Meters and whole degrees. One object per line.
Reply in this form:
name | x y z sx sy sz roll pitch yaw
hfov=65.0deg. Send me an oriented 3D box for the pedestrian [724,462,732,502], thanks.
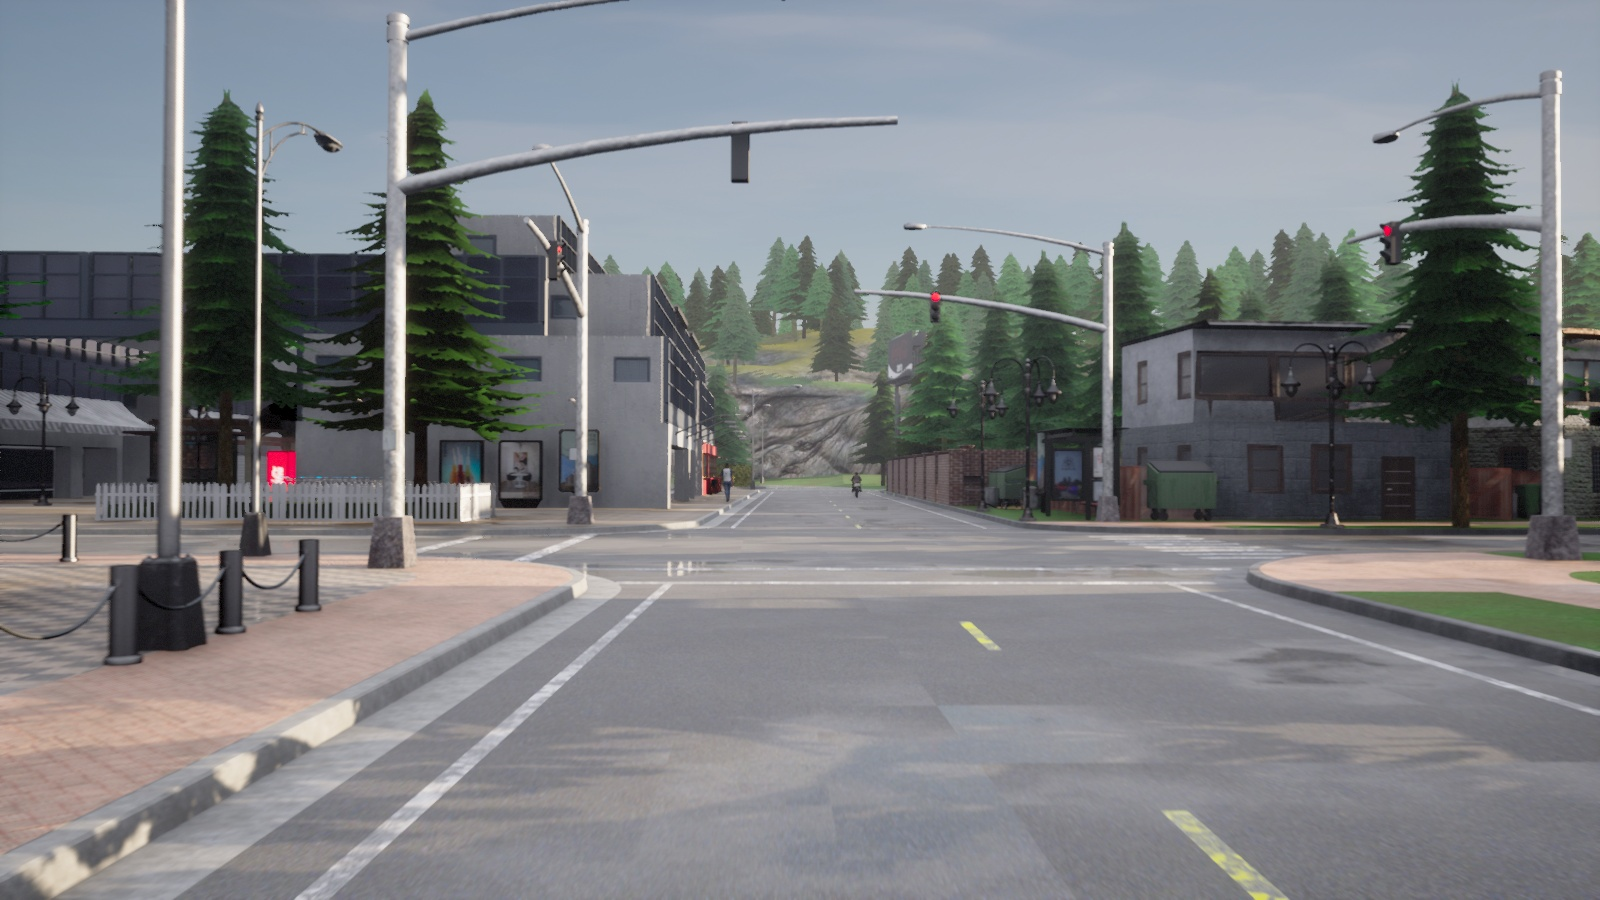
pedestrian | -3.305 1.449 57.403 0.354 1.836 0.706 0 -1 -3
